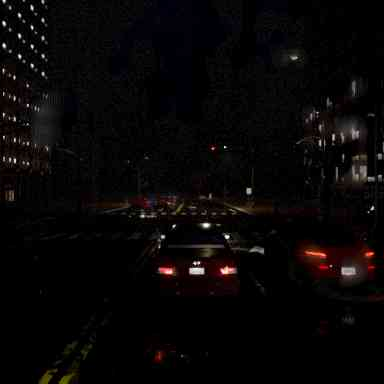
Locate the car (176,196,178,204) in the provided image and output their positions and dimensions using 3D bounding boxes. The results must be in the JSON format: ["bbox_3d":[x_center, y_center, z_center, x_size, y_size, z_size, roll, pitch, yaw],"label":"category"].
[{"bbox_3d":[-3.413,1.455,49.457,1.837,1.490,4.892,0,0,0],"label":"car"}]

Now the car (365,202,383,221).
[{"bbox_3d":[16.986,1.279,26.653,5.566,2.045,2.150,0,0,3],"label":"car"}]

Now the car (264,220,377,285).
[{"bbox_3d":[3.336,1.522,9.398,1.812,1.442,4.674,0,0,0],"label":"car"}]

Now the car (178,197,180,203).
[{"bbox_3d":[-3.418,1.421,59.077,2.128,1.511,4.902,0,0,0],"label":"car"}]

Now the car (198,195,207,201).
[{"bbox_3d":[2.529,1.391,82.793,1.812,1.442,4.674,0,0,-4],"label":"car"}]

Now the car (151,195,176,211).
[{"bbox_3d":[-3.402,1.319,40.565,2.097,1.767,4.553,0,0,0],"label":"car"}]

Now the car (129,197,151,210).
[{"bbox_3d":[-6.657,1.441,42.187,1.882,1.535,5.008,0,0,0],"label":"car"}]

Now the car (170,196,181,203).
[{"bbox_3d":[-3.433,1.471,69.111,1.994,1.385,4.181,0,0,-1],"label":"car"}]

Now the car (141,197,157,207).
[{"bbox_3d":[-6.670,1.470,52.107,1.812,1.442,4.674,0,0,0],"label":"car"}]

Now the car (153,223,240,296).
[{"bbox_3d":[0.088,1.544,8.814,2.033,1.411,5.357,0,0,0],"label":"car"}]

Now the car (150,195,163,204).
[{"bbox_3d":[-6.674,1.427,62.472,1.837,1.490,4.892,0,0,0],"label":"car"}]
